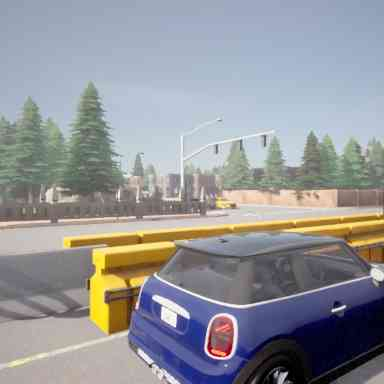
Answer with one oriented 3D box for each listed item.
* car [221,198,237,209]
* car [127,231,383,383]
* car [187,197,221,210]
[{"bbox_3d":[3.890,1.477,44.587,1.882,1.535,5.008,0,0,-35],"label":"car"},{"bbox_3d":[1.485,1.352,4.786,4.553,1.767,2.097,0,0,-35],"label":"car"},{"bbox_3d":[1.105,1.505,42.465,1.837,1.490,4.892,0,0,-35],"label":"car"}]
